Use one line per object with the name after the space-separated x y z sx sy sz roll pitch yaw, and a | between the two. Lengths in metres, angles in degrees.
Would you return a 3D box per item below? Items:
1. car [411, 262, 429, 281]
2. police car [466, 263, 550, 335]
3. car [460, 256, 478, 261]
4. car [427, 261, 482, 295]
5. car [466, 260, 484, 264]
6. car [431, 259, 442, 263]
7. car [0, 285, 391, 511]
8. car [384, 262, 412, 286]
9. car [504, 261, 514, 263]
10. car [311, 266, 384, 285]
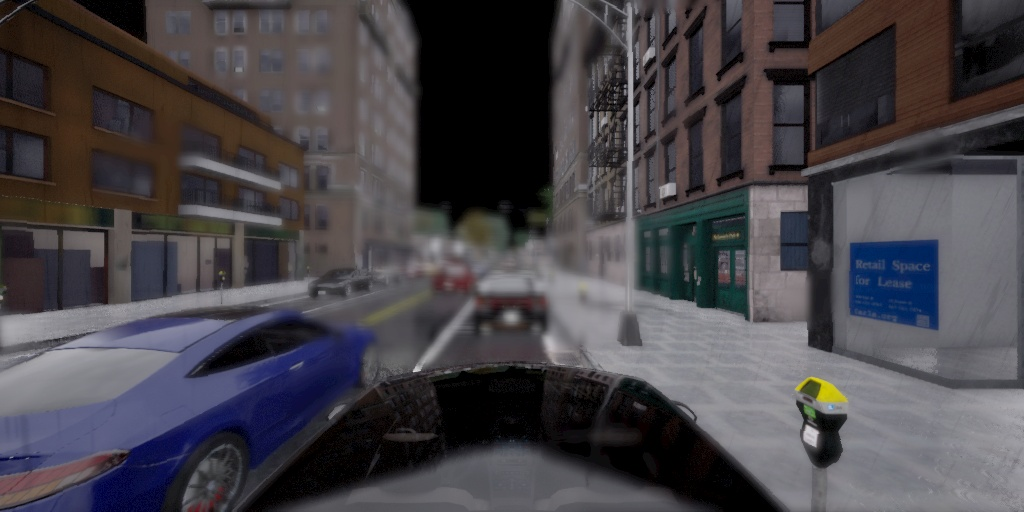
-8.408 1.195 29.238 1.967 1.591 4.097 0 0 0 | car
-0.012 1.175 10.610 1.930 1.638 5.238 0 0 0 | police car
-5.781 0.997 48.825 2.150 2.045 5.566 0 0 0 | car
-2.993 1.228 19.594 1.882 1.535 5.008 0 0 0 | car
-2.996 1.323 33.896 1.994 1.385 4.181 0 0 0 | car
-8.408 1.285 34.586 1.751 1.417 4.829 0 0 0 | car
-3.019 1.275 3.859 1.812 1.442 4.674 0 0 0 | car
-8.408 1.302 23.719 2.007 1.370 4.403 0 0 0 | car
-0.383 1.281 29.411 1.751 1.417 4.829 0 0 0 | car
-8.408 1.316 18.201 1.948 1.339 4.313 0 0 0 | car
